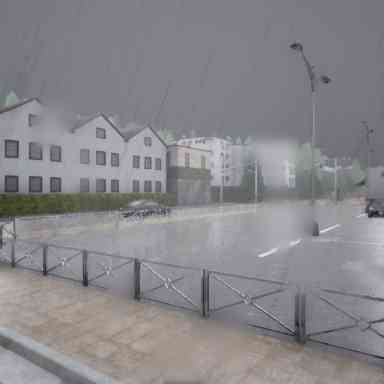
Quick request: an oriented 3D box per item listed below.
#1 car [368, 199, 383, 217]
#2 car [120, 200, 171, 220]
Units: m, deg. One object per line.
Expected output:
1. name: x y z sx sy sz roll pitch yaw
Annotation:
1. car: 15.454 1.298 26.789 2.007 1.523 4.514 0 0 35
2. car: -3.602 1.334 26.347 1.812 1.442 4.674 0 0 35
